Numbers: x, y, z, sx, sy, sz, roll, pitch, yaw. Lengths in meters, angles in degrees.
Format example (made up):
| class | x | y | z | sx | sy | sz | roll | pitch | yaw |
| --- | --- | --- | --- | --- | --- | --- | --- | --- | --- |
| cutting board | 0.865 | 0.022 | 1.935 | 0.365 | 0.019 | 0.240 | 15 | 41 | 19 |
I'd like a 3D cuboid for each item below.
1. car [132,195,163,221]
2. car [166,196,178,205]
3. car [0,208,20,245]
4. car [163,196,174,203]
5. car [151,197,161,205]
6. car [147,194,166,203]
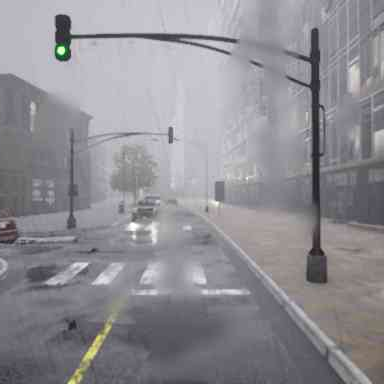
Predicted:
| class | x | y | z | sx | sy | sz | roll | pitch | yaw |
| --- | --- | --- | --- | --- | --- | --- | --- | --- | --- |
| car | -3.714 | 1.393 | 27.531 | 2.097 | 1.767 | 4.553 | 0 | 0 | -3 |
| car | -3.619 | 1.562 | 58.909 | 1.882 | 1.535 | 5.008 | 0 | 0 | -7 |
| car | -9.802 | 1.411 | 14.019 | 4.553 | 1.767 | 2.097 | 0 | -1 | 11 |
| car | -4.978 | 1.522 | 69.264 | 1.895 | 1.301 | 4.718 | 0 | 0 | -9 |
| car | -6.892 | 1.614 | 62.904 | 1.812 | 1.442 | 4.674 | 0 | 0 | -7 |
| car | -4.385 | 1.277 | 37.707 | 2.150 | 2.045 | 5.566 | 0 | 0 | -4 |
